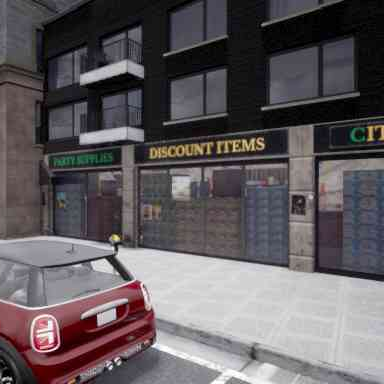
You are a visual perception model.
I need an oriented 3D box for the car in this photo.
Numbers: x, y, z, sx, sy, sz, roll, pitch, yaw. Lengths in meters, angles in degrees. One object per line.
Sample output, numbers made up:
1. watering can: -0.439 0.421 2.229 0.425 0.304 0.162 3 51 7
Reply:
1. car: -2.542 1.440 4.894 4.097 1.590 1.967 0 0 36
